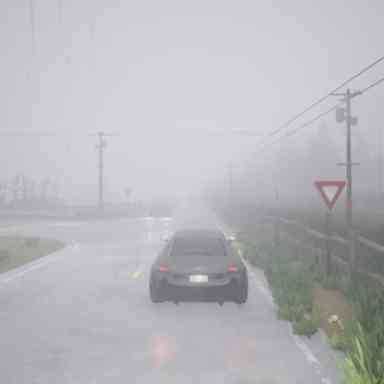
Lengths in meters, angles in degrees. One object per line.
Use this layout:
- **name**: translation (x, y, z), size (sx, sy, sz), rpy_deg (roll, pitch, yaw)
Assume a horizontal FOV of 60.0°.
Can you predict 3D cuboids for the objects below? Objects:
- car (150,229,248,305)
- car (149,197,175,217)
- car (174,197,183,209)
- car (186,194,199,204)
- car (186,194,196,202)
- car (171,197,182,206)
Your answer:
- **car**: translation (0.161, 1.583, 8.182), size (1.994, 1.385, 4.181), rpy_deg (0, 0, 1)
- **car**: translation (-3.020, 1.581, 32.758), size (1.837, 1.490, 4.892), rpy_deg (0, 0, 2)
- **car**: translation (-2.768, 1.459, 46.225), size (2.097, 1.767, 4.553), rpy_deg (0, 0, 1)
- **car**: translation (0.293, 1.510, 67.938), size (2.097, 1.767, 4.553), rpy_deg (0, 0, -3)
- **car**: translation (-0.309, 1.369, 78.000), size (2.097, 1.767, 4.553), rpy_deg (0, 0, -5)
- **car**: translation (-2.770, 1.646, 60.317), size (1.837, 1.490, 4.892), rpy_deg (0, -1, -1)
